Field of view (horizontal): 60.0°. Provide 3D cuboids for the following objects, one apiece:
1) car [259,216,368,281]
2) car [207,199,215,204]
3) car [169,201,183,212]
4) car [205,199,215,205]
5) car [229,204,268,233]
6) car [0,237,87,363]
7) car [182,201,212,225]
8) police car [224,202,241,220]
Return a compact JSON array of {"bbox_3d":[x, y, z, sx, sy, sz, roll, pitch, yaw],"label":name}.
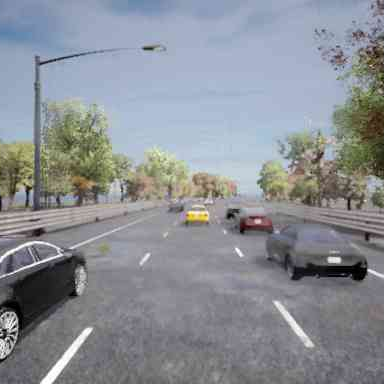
[{"bbox_3d":[3.567,1.674,10.274,1.994,1.385,4.181,0,-1,1],"label":"car"},{"bbox_3d":[5.151,2.559,89.146,1.994,1.385,4.181,0,-1,7],"label":"car"},{"bbox_3d":[-2.046,1.986,46.134,2.128,1.511,4.902,0,-1,4],"label":"car"},{"bbox_3d":[3.929,2.466,77.827,1.895,1.301,4.718,0,-1,6],"label":"car"},{"bbox_3d":[3.794,1.728,21.180,2.163,1.488,4.792,0,-1,2],"label":"car"},{"bbox_3d":[-3.397,1.548,5.910,2.128,1.511,4.902,0,-1,1],"label":"car"},{"bbox_3d":[0.477,1.739,27.019,1.801,1.575,5.366,0,-1,2],"label":"car"},{"bbox_3d":[4.177,1.770,32.131,1.930,1.638,5.238,0,-1,2],"label":"police car"}]
